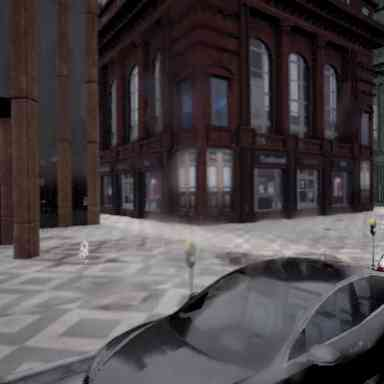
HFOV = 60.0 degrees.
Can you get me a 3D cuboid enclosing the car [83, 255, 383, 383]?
[{"bbox_3d":[1.038,1.523,3.700,4.313,1.339,1.947,-1,1,-35],"label":"car"}]
